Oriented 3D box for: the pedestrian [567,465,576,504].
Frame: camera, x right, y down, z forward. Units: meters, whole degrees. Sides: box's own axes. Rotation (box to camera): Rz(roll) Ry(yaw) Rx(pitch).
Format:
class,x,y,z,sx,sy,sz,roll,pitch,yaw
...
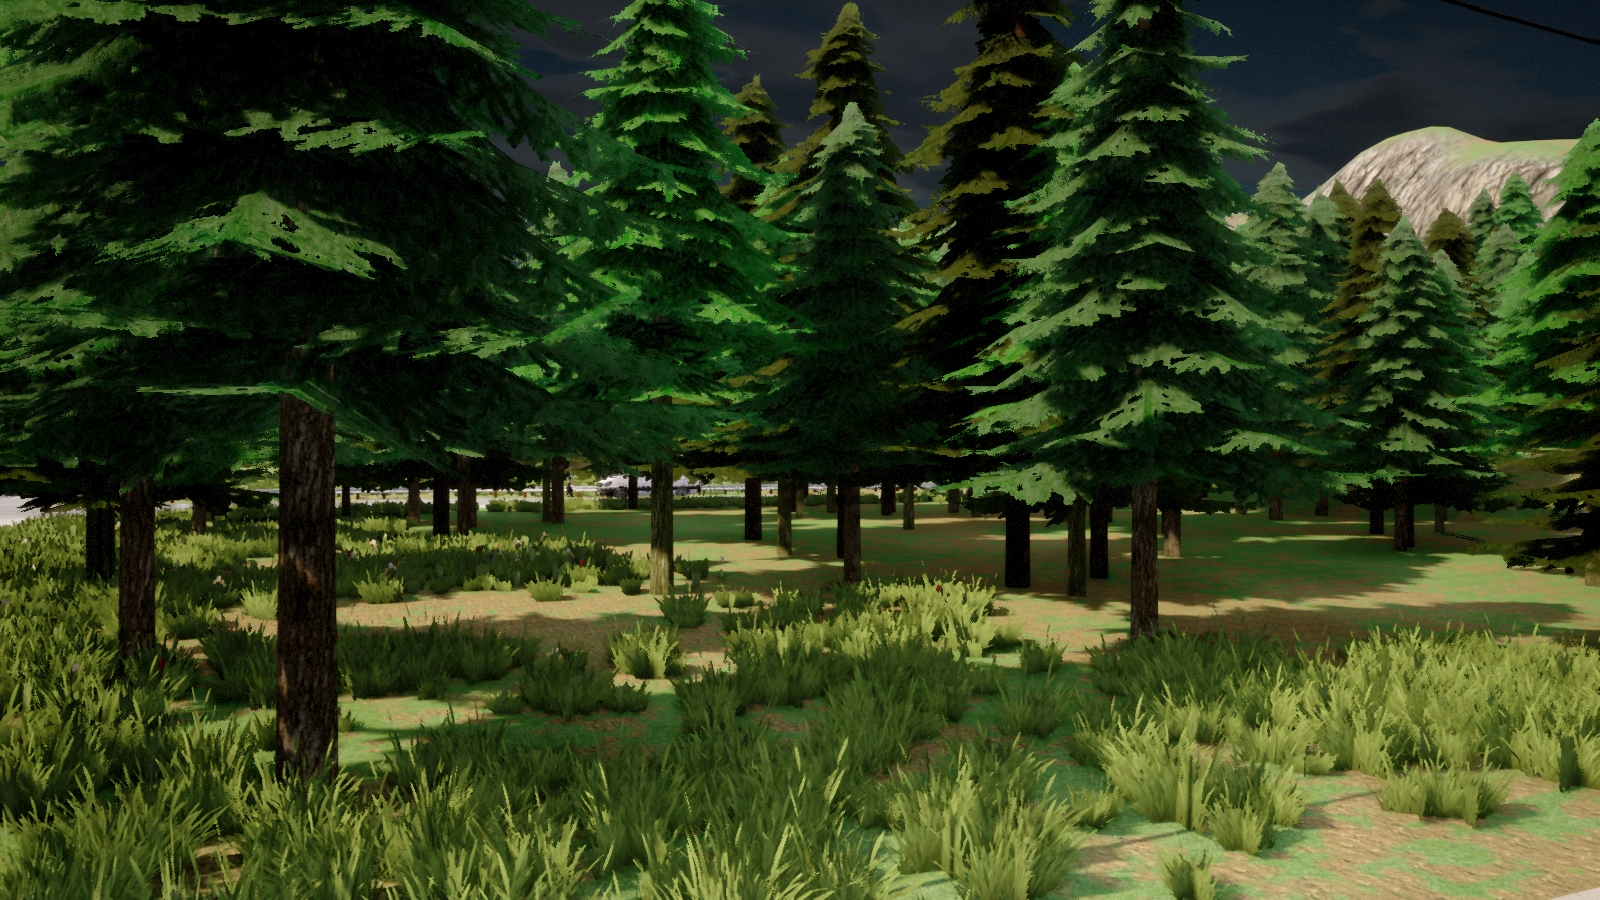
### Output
class,x,y,z,sx,sy,sz,roll,pitch,yaw
pedestrian,-11.150,1.669,55.723,0.375,1.860,0.375,0,0,-25
